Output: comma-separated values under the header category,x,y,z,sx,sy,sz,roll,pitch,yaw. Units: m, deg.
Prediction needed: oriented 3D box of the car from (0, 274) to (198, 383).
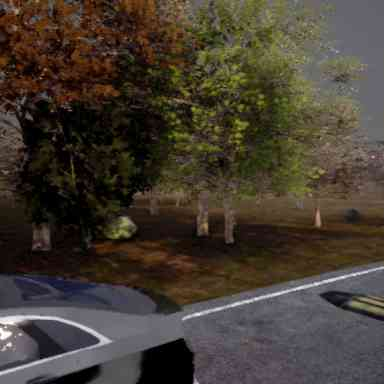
category,x,y,z,sx,sy,sz,roll,pitch,yaw
car,-2.246,1.491,2.316,4.902,1.511,2.128,0,0,-35
